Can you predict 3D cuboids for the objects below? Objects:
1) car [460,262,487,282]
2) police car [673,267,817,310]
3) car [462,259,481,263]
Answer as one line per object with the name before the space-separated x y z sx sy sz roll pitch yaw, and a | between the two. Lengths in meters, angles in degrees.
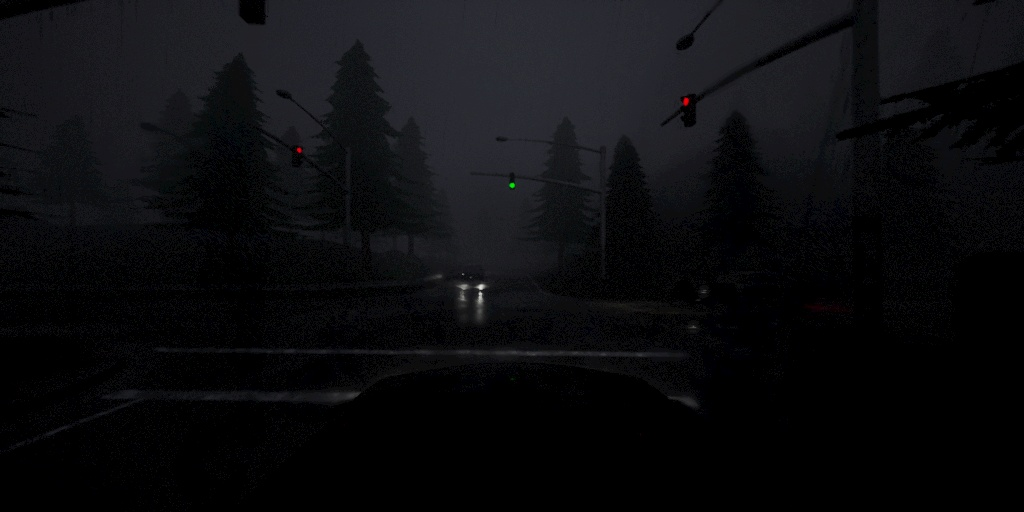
car | -3.473 1.555 32.746 1.812 1.442 4.674 0 0 0
police car | 9.482 1.279 14.810 5.238 1.638 1.930 0 -1 1
car | -6.164 1.476 57.427 2.150 2.045 5.566 1 -1 -34
